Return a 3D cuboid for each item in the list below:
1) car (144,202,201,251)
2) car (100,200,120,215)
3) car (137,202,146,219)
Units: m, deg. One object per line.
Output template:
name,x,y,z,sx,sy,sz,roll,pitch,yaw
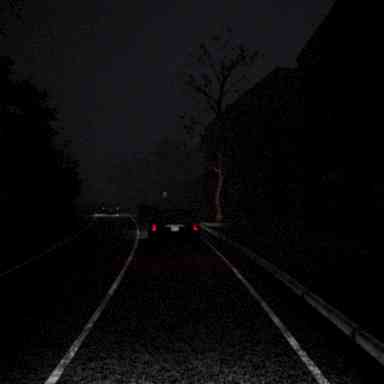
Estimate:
car,-0.880,1.433,14.635,2.097,1.767,4.553,1,0,-6
car,-9.098,1.665,36.557,1.812,1.442,4.674,2,-1,-18
car,-4.158,1.677,31.893,1.882,1.535,5.008,2,-1,-15
